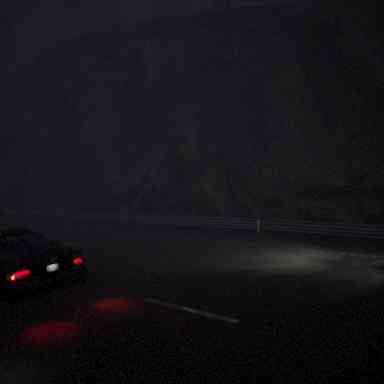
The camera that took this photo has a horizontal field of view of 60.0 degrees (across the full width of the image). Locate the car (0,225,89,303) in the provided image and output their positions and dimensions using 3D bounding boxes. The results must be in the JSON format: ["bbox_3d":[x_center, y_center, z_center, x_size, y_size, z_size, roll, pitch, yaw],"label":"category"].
[{"bbox_3d":[-4.787,1.482,7.585,5.357,1.411,2.033,0,1,31],"label":"car"}]
